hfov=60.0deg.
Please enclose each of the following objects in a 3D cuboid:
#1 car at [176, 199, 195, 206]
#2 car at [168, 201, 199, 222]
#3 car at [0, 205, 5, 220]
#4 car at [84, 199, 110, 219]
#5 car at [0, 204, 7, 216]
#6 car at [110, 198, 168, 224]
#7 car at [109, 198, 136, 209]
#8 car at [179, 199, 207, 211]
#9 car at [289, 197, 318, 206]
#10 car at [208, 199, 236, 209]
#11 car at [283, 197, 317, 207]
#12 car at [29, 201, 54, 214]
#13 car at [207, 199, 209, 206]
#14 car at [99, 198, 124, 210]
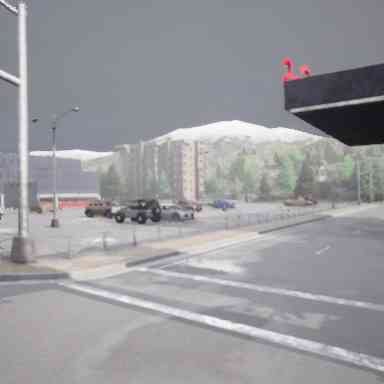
[{"bbox_3d":[-1.443,2.338,74.002,3.633,1.501,1.845,-2,-1,35],"label":"car"},{"bbox_3d":[-1.746,1.764,28.391,3.806,1.475,1.970,-2,-1,35],"label":"car"},{"bbox_3d":[-20.864,2.099,33.390,4.514,1.523,2.007,-2,-1,35],"label":"car"},{"bbox_3d":[-8.689,1.683,33.266,4.605,1.855,1.932,-2,-1,35],"label":"car"},{"bbox_3d":[-24.497,2.185,40.454,3.806,1.475,1.970,-2,-1,35],"label":"car"},{"bbox_3d":[-4.173,1.493,26.036,3.866,1.878,1.905,-2,-1,35],"label":"car"},{"bbox_3d":[-12.307,2.065,58.925,4.605,1.855,1.932,-2,-1,35],"label":"car"},{"bbox_3d":[-0.900,1.868,43.014,4.514,1.523,2.007,-2,-1,35],"label":"car"},{"bbox_3d":[19.796,1.743,58.957,4.514,1.523,2.007,-2,-1,35],"label":"car"},{"bbox_3d":[4.914,1.888,51.141,3.633,1.501,1.845,-2,-1,35],"label":"car"},{"bbox_3d":[18.024,1.733,56.368,5.027,1.636,2.152,-2,-1,35],"label":"car"},{"bbox_3d":[-21.050,2.113,45.878,5.027,1.636,2.152,-2,-1,35],"label":"car"},{"bbox_3d":[2.886,2.189,67.280,3.806,1.475,1.970,-2,-1,35],"label":"car"},{"bbox_3d":[-13.652,2.036,56.316,3.866,1.878,1.905,-2,-1,35],"label":"car"}]
